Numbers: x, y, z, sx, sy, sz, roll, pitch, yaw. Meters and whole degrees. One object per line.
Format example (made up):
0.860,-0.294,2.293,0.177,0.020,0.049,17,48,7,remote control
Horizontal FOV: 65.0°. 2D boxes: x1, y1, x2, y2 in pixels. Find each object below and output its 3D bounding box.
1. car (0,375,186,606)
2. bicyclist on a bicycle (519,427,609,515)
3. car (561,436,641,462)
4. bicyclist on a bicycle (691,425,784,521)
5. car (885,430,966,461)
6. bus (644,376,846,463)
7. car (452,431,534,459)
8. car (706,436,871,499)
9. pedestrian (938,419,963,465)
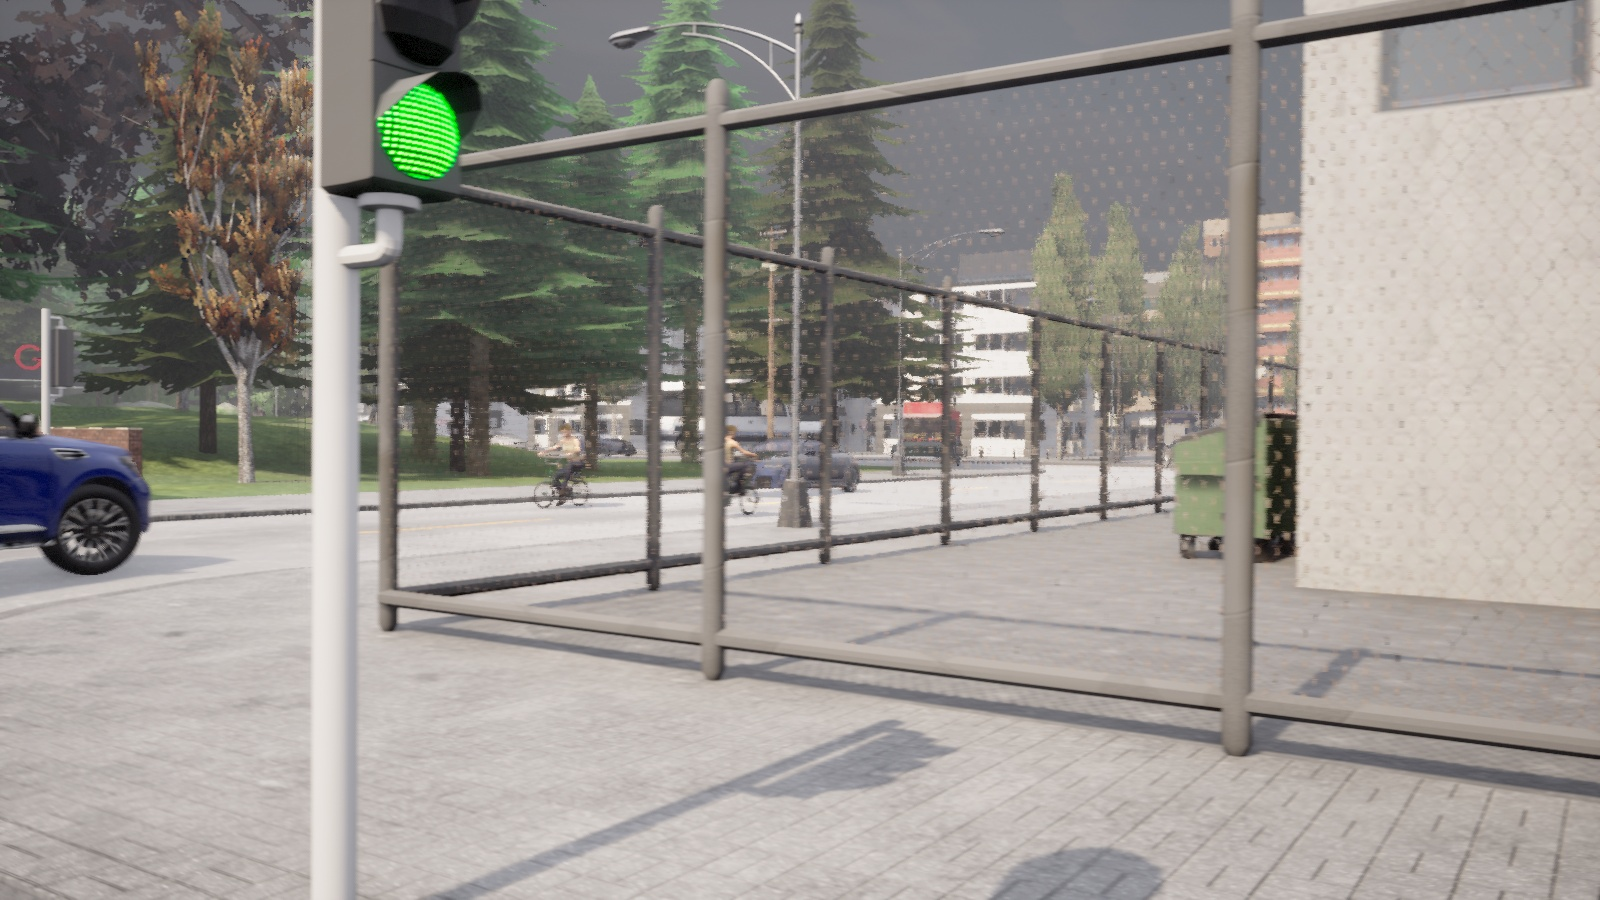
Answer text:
-8.225,0.374,10.926,2.150,2.045,5.566,-1,1,13,car
-4.499,0.381,23.994,0.866,1.612,1.509,0,1,33,bicyclist on a bicycle
-11.296,-0.074,71.132,4.181,1.385,1.994,0,1,33,car
-1.075,0.378,21.902,0.866,1.612,1.509,0,1,34,bicyclist on a bicycle
6.407,-0.225,64.202,3.705,1.549,1.789,0,1,33,car
-2.985,-1.515,65.657,10.273,4.253,3.944,0,1,35,bus
-18.580,-0.294,75.977,4.611,1.667,2.242,0,1,34,car
-0.201,0.381,30.462,1.994,1.385,4.181,0,1,33,car
6.311,-0.337,52.778,0.849,1.883,0.563,0,1,42,pedestrian
